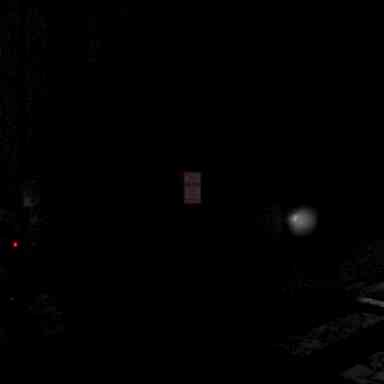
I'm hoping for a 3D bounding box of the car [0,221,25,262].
[{"bbox_3d":[-7.337,1.680,11.765,1.895,1.301,4.718,0,0,-36],"label":"car"}]
